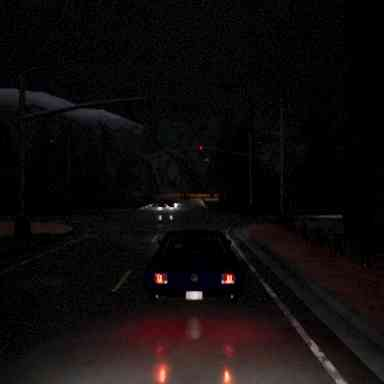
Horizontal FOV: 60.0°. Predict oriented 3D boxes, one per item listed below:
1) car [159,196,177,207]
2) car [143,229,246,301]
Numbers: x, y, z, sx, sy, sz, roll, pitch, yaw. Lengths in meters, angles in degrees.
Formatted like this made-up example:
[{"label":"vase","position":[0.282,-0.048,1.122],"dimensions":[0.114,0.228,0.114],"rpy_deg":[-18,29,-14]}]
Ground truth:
[{"label":"car","position":[-3.561,1.378,47.301],"dimensions":[1.812,1.442,4.674],"rpy_deg":[0,0,0]},{"label":"car","position":[0.063,1.575,8.229],"dimensions":[1.895,1.301,4.718],"rpy_deg":[0,0,0]}]
